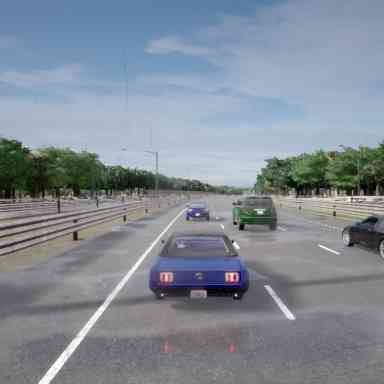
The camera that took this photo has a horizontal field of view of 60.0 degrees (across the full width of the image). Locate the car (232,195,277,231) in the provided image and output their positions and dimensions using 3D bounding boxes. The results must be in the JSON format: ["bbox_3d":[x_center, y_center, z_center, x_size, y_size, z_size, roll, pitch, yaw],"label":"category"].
[{"bbox_3d":[3.828,1.222,20.953,2.150,2.045,5.566,0,0,2],"label":"car"}]

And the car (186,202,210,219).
[{"bbox_3d":[0.484,1.526,27.252,1.812,1.442,4.674,0,0,1],"label":"car"}]

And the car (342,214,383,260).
[{"bbox_3d":[7.196,1.525,12.098,1.812,1.442,4.674,0,0,1],"label":"car"}]

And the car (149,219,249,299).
[{"bbox_3d":[0.148,1.600,8.369,1.895,1.301,4.718,0,0,0],"label":"car"}]
